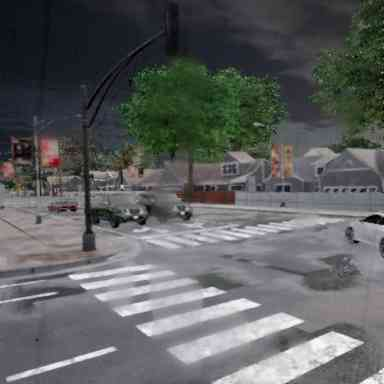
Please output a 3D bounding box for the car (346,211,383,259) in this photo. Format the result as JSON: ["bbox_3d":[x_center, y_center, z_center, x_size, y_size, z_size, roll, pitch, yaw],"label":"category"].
[{"bbox_3d":[7.121,1.388,11.739,1.812,1.442,4.674,-1,2,5],"label":"car"}]

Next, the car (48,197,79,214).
[{"bbox_3d":[-13.080,1.482,33.597,1.895,1.301,4.718,-3,2,-35],"label":"car"}]

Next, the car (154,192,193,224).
[{"bbox_3d":[-2.169,1.016,23.787,2.150,2.045,5.566,-3,2,-34],"label":"car"}]

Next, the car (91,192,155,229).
[{"bbox_3d":[-4.946,1.141,22.086,2.150,2.045,5.566,-3,2,-35],"label":"car"}]

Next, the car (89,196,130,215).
[{"bbox_3d":[-8.083,1.257,32.154,2.128,1.511,4.902,-3,2,-35],"label":"car"}]

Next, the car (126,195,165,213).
[{"bbox_3d":[-4.743,1.140,33.383,1.837,1.490,4.892,-3,2,-35],"label":"car"}]
